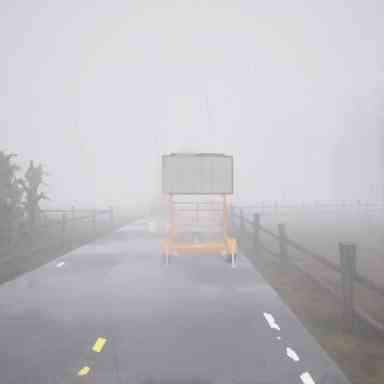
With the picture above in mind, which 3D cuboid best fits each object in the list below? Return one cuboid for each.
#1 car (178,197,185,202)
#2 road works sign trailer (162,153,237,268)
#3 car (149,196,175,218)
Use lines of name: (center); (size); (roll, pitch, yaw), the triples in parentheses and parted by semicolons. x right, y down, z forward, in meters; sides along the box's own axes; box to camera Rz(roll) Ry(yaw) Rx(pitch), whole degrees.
car: (-2.632, 1.999, 84.465); (2.128, 1.511, 4.902); (0, 0, 0)
road works sign trailer: (0.189, 0.485, 11.375); (2.380, 3.560, 2.880); (0, 0, -2)
car: (-2.806, 1.379, 32.177); (2.150, 2.045, 5.566); (0, -1, 0)
